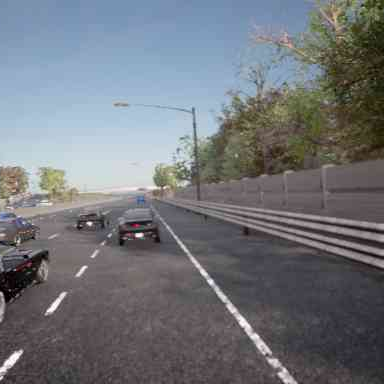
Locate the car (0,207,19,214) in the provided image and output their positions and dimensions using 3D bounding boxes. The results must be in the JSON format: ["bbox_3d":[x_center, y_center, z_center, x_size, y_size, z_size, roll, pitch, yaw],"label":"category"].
[{"bbox_3d":[-14.457,2.286,25.434,1.882,1.535,5.008,-3,0,-9],"label":"car"}]

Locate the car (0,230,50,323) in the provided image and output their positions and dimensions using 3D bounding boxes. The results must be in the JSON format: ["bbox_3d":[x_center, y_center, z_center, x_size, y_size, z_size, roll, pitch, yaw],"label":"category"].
[{"bbox_3d":[-4.650,1.861,7.325,1.895,1.301,4.718,-3,0,-9],"label":"car"}]

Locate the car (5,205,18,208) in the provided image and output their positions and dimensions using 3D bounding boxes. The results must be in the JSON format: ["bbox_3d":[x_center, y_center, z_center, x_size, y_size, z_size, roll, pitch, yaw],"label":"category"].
[{"bbox_3d":[-39.283,3.553,72.137,2.097,1.767,4.553,-3,0,-9],"label":"car"}]

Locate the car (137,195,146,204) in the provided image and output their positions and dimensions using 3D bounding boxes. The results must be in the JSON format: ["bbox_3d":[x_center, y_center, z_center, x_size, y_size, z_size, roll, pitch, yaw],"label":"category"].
[{"bbox_3d":[-12.308,1.838,80.664,2.150,2.045,5.566,-3,0,-9],"label":"car"}]

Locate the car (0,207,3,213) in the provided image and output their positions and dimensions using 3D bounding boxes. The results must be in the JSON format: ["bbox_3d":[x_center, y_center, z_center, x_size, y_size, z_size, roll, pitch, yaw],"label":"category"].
[{"bbox_3d":[-42.714,4.003,71.554,1.895,1.301,4.718,-3,0,-9],"label":"car"}]

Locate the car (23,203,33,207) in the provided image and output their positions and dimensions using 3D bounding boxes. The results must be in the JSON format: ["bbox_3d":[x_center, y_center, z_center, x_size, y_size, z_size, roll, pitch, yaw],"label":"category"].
[{"bbox_3d":[-36.100,3.154,74.376,1.882,1.535,5.008,-3,0,-9],"label":"car"}]

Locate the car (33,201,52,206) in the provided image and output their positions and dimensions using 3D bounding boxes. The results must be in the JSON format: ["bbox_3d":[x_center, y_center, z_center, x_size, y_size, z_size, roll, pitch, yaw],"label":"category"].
[{"bbox_3d":[-32.373,3.002,73.123,2.150,2.045,5.566,-3,0,-9],"label":"car"}]

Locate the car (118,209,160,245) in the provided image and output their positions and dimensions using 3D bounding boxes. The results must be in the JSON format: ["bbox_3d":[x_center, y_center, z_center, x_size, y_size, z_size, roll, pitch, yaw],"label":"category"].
[{"bbox_3d":[-2.640,1.619,16.693,1.837,1.490,4.892,-3,0,-9],"label":"car"}]

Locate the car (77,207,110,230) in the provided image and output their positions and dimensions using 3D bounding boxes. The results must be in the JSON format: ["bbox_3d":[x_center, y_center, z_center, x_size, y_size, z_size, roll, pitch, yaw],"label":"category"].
[{"bbox_3d":[-7.311,1.882,24.914,1.837,1.490,4.892,-3,0,-9],"label":"car"}]

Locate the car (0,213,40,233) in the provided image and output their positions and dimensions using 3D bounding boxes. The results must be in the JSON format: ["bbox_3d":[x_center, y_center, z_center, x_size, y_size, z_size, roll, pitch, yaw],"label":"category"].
[{"bbox_3d":[-9.749,2.090,17.658,2.033,1.411,5.357,-3,0,-9],"label":"car"}]
